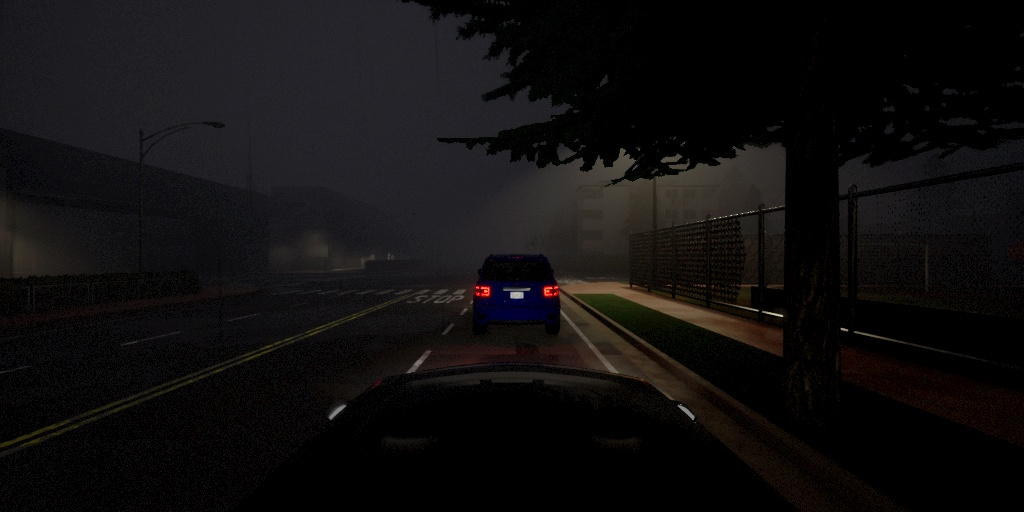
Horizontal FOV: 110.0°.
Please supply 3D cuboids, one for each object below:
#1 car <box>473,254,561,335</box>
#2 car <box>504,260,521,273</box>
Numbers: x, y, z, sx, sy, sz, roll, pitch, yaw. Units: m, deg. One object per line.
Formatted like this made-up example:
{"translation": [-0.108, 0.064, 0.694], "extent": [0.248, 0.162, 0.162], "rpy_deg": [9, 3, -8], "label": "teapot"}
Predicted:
{"translation": [0.115, 0.972, 10.701], "extent": [2.150, 2.045, 5.566], "rpy_deg": [0, 0, 0], "label": "car"}
{"translation": [0.025, 1.242, 45.576], "extent": [2.128, 1.511, 4.902], "rpy_deg": [0, 0, 0], "label": "car"}
